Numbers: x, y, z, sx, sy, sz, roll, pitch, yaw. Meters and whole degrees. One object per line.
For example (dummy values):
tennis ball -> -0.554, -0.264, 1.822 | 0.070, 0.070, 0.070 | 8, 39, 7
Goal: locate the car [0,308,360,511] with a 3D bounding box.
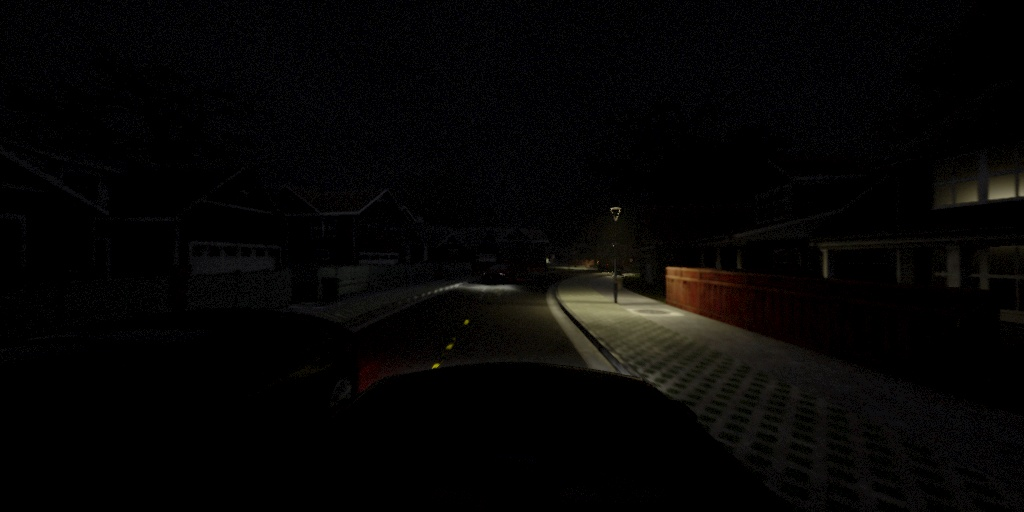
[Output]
car -> -2.823, 1.256, 2.639 | 1.837, 1.490, 4.892 | 0, 0, 0

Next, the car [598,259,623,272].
car -> 15.355, 1.498, 55.856 | 2.150, 2.045, 5.566 | 0, -1, 40

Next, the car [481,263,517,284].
car -> -0.912, 1.298, 27.833 | 1.882, 1.535, 5.008 | 0, -1, 13
